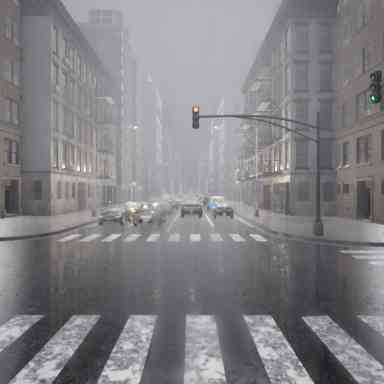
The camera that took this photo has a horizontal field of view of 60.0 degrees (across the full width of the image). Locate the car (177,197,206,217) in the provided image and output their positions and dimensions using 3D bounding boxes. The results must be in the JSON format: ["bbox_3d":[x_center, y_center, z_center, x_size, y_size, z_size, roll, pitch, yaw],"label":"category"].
[{"bbox_3d":[0.010,1.489,31.153,2.128,1.511,4.902,0,0,1],"label":"car"}]

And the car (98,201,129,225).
[{"bbox_3d":[-5.399,1.549,23.738,2.008,1.369,4.403,0,0,0],"label":"car"}]

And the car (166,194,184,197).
[{"bbox_3d":[-2.816,1.473,53.259,1.882,1.535,5.008,0,0,1],"label":"car"}]

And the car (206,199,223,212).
[{"bbox_3d":[2.628,1.578,39.961,1.802,1.307,4.206,0,0,0],"label":"car"}]

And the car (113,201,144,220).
[{"bbox_3d":[-5.405,1.523,28.975,1.752,1.417,4.829,0,0,0],"label":"car"}]

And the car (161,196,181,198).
[{"bbox_3d":[-2.850,1.560,43.004,1.994,1.385,4.181,0,0,1],"label":"car"}]

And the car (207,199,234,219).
[{"bbox_3d":[2.629,1.548,29.148,2.008,1.369,4.403,0,0,0],"label":"car"}]

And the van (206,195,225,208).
[{"bbox_3d":[2.629,1.338,34.555,1.690,1.788,3.998,0,0,0],"label":"van"}]

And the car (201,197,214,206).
[{"bbox_3d":[2.627,1.562,56.180,1.947,1.339,4.313,0,0,0],"label":"car"}]

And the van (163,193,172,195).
[{"bbox_3d":[-5.453,1.336,66.987,1.690,1.788,3.998,0,0,0],"label":"van"}]

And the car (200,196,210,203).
[{"bbox_3d":[2.626,1.521,67.161,1.752,1.417,4.829,0,0,0],"label":"car"}]

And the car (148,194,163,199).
[{"bbox_3d":[-5.426,1.436,45.363,1.967,1.590,4.097,0,0,0],"label":"car"}]

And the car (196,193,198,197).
[{"bbox_3d":[2.624,1.539,83.211,1.887,1.381,4.507,0,0,0],"label":"car"}]

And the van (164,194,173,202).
[{"bbox_3d":[-5.467,1.336,77.800,1.690,1.788,3.998,0,0,0],"label":"van"}]

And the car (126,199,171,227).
[{"bbox_3d":[-2.857,1.489,23.107,2.128,1.511,4.902,0,0,0],"label":"car"}]

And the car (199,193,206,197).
[{"bbox_3d":[2.627,1.311,50.773,2.192,1.841,5.009,0,0,0],"label":"car"}]

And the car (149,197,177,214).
[{"bbox_3d":[-2.856,1.544,32.991,2.033,1.411,5.357,0,0,0],"label":"car"}]
